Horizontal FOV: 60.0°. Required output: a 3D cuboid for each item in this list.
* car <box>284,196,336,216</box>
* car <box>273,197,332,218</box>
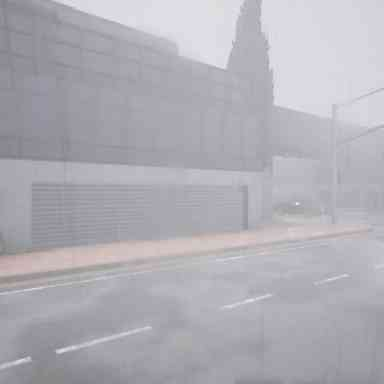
[{"bbox_3d":[11.793,1.352,33.417,2.097,1.767,4.553,0,0,-37],"label":"car"},{"bbox_3d":[9.703,1.491,30.360,2.128,1.511,4.902,0,0,-37],"label":"car"}]
